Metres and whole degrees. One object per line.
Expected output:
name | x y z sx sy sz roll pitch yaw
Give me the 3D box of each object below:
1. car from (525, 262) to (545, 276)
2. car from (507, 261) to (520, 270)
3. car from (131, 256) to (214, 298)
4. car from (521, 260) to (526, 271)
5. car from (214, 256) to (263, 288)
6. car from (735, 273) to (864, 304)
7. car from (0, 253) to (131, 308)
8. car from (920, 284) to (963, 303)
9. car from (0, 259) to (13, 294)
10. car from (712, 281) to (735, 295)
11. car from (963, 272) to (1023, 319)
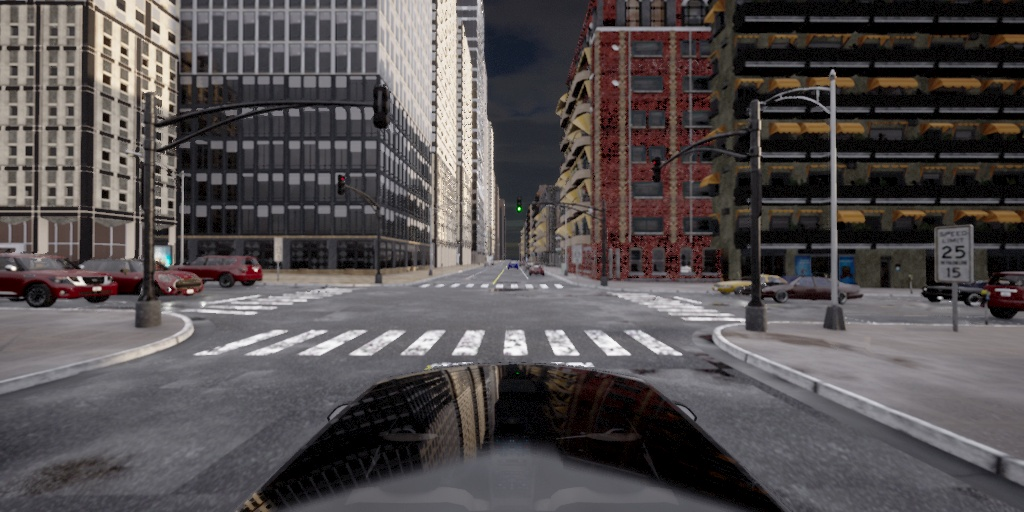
car | 2.814 1.598 41.270 1.802 1.307 4.207 0 0 0
car | 0.216 1.660 64.629 1.882 1.535 5.008 0 0 0
car | -16.263 0.915 15.591 4.553 1.767 2.097 1 -1 -1
car | 2.787 1.658 54.187 2.007 1.370 4.403 0 0 0
car | -17.674 0.903 21.331 5.009 1.841 2.192 0 0 0
car | 15.266 1.723 18.967 5.357 1.411 2.033 1 -1 0
car | -17.554 0.829 12.952 5.009 1.841 2.192 0 0 0
car | 24.895 1.952 19.033 4.718 1.301 1.895 1 -1 -1
car | -25.377 0.869 15.491 5.008 1.535 1.882 1 -1 0
car | 14.667 1.716 21.550 4.829 1.417 1.751 0 0 0
car | 20.620 1.536 13.242 5.009 1.841 2.192 0 0 0
